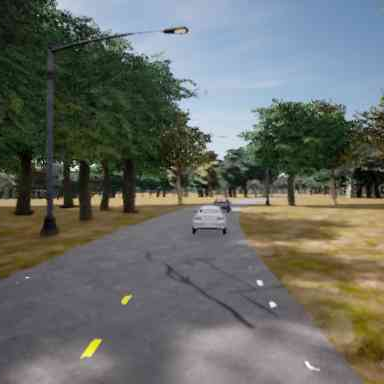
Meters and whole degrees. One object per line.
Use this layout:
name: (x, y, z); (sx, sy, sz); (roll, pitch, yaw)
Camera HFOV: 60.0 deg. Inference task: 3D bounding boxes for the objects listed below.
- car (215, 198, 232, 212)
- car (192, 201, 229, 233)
car: (3.461, 1.433, 37.792); (2.128, 1.511, 4.902); (0, 0, 9)
car: (1.060, 1.508, 19.284); (1.812, 1.442, 4.674); (0, 0, 5)
